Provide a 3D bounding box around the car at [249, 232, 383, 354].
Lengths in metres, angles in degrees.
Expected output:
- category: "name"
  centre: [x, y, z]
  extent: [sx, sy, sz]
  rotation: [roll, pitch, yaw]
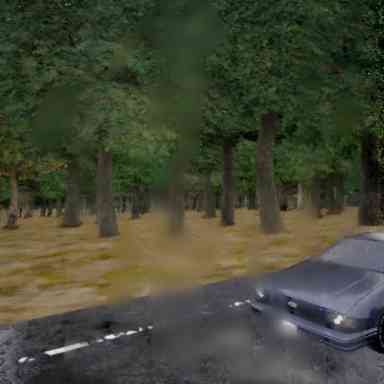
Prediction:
- category: "car"
  centre: [3.588, 1.514, 6.220]
  extent: [5.357, 1.411, 2.033]
  rotation: [0, 0, -34]
